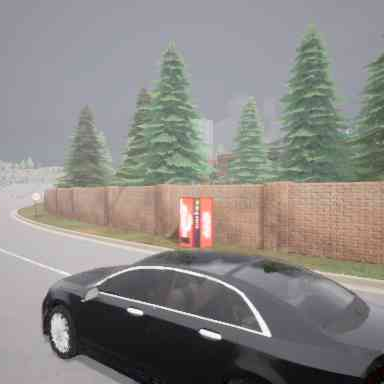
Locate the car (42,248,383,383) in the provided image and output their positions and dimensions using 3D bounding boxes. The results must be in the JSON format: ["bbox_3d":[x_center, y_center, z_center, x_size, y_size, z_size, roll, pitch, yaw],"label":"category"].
[{"bbox_3d":[-0.043,1.507,4.265,4.892,1.490,1.837,1,1,38],"label":"car"}]

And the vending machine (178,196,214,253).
[{"bbox_3d":[0.155,1.195,13.036,0.880,2.100,1.100,0,0,42],"label":"vending machine"}]
